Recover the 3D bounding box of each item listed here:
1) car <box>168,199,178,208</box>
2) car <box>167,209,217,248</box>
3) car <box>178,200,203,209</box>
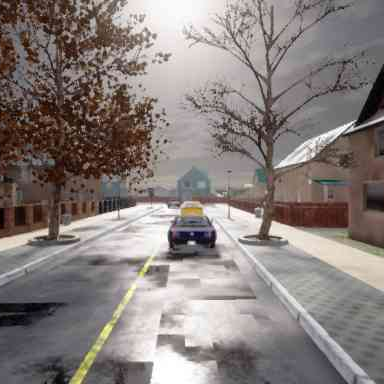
[{"bbox_3d":[-2.749,1.764,51.658,1.812,1.442,4.674,0,0,0],"label":"car"},{"bbox_3d":[0.000,1.629,14.682,1.895,1.301,4.718,0,0,0],"label":"car"},{"bbox_3d":[0.000,1.549,29.654,1.882,1.535,5.008,0,0,0],"label":"car"}]
